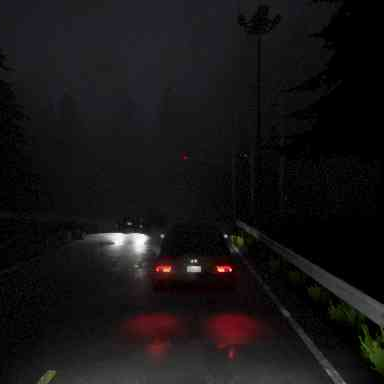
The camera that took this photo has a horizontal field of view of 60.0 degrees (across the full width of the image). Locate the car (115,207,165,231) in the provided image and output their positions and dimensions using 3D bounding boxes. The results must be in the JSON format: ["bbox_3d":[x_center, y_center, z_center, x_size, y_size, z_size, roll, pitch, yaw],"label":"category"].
[{"bbox_3d":[-2.951,1.571,20.072,1.994,1.385,4.181,0,-1,14],"label":"car"}]

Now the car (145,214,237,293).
[{"bbox_3d":[0.055,1.547,8.985,2.033,1.411,5.357,0,0,0],"label":"car"}]

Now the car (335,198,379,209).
[{"bbox_3d":[15.035,1.351,28.820,5.008,1.535,1.882,-5,-2,23],"label":"car"}]
